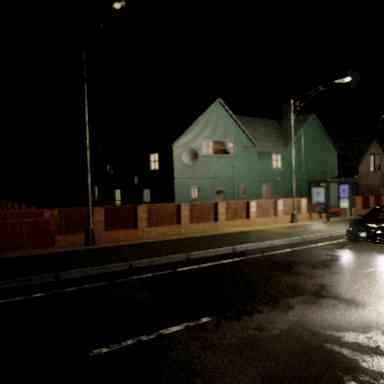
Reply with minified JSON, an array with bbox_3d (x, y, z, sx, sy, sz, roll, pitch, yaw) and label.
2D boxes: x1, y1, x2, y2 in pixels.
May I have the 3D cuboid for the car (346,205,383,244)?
[{"bbox_3d":[8.198,1.290,13.524,4.892,1.490,1.837,-1,1,-35],"label":"car"}]
